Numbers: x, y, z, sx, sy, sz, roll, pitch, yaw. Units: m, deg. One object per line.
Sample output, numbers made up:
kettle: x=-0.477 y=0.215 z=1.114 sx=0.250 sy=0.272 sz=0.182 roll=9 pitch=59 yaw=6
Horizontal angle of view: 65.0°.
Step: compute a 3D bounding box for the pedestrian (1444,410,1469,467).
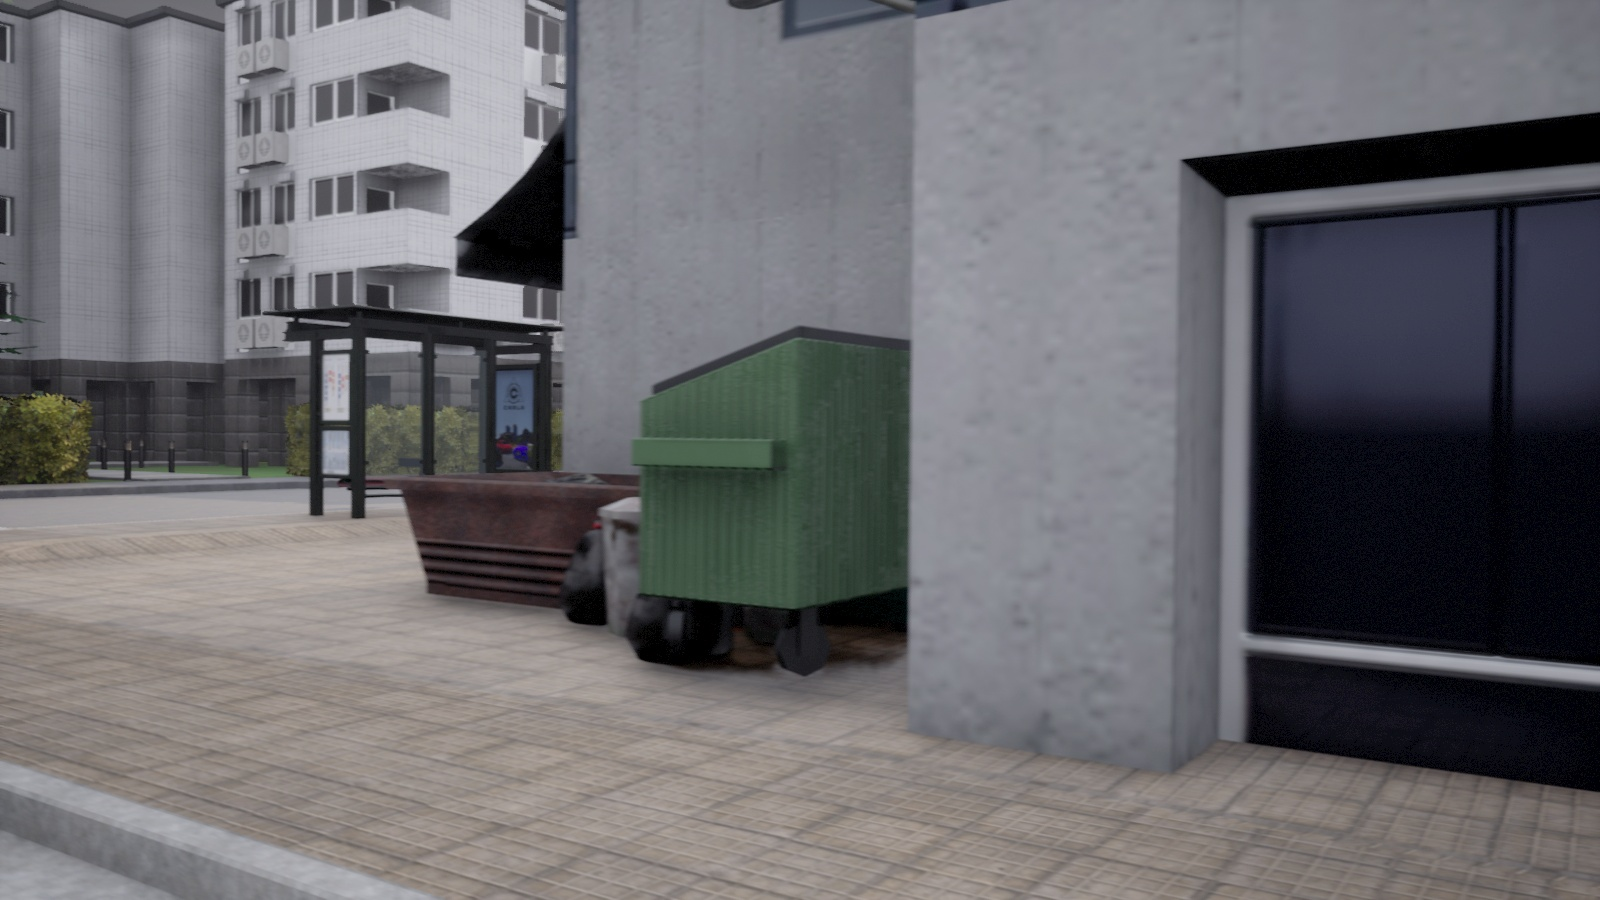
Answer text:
pedestrian: x=22.383 y=-0.400 z=42.818 sx=0.692 sy=1.930 sz=0.395 roll=0 pitch=1 yaw=37
